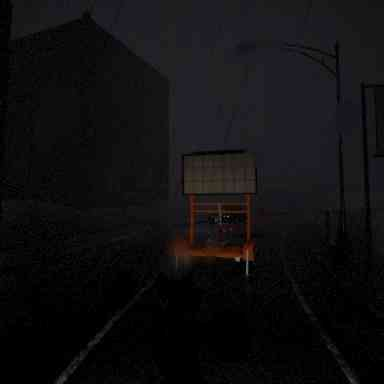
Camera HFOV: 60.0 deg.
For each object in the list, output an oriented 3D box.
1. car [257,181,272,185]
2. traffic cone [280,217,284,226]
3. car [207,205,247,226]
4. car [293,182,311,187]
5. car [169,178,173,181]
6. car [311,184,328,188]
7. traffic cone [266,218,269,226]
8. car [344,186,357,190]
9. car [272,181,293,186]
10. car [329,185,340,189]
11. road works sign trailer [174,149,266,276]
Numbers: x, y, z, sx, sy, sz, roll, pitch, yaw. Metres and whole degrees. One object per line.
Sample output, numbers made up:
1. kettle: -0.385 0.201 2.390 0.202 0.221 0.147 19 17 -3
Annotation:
1. car: 14.309 -1.702 71.967 4.674 1.452 2.002 2 -5 -24
2. traffic cone: 6.112 2.031 22.681 0.340 0.580 0.340 -2 -1 17
3. car: 2.734 1.713 25.144 2.128 1.511 4.902 -2 -2 26
4. car: 24.294 -1.481 76.749 4.553 1.767 2.185 2 -5 -26
5. car: -5.964 -2.461 63.432 4.553 1.767 2.185 2 -5 -23
6. car: 29.372 -1.112 79.378 4.792 1.488 2.163 2 -5 -27
7. traffic cone: 5.161 2.062 22.969 0.340 0.580 0.340 -2 -1 16
8. car: 38.916 -0.706 84.711 4.892 1.521 2.231 3 -5 -30
9. car: 19.338 -1.553 74.306 5.008 1.535 2.097 2 -5 -25
10. car: 34.216 -0.887 82.015 4.674 1.452 2.002 3 -5 -29
11. road works sign trailer: 0.917 0.487 10.640 2.380 3.560 2.880 -1 0 17
